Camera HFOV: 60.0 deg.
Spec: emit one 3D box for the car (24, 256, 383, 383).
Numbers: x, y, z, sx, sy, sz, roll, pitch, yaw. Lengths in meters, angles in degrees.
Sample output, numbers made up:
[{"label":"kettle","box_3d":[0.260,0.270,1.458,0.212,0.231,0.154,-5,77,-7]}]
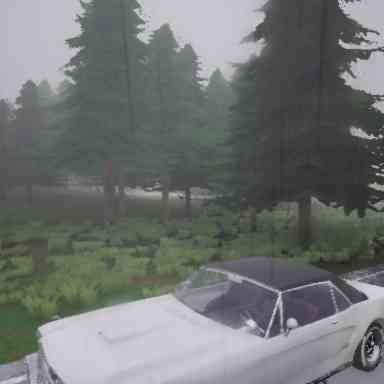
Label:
[{"label":"car","box_3d":[0.625,1.595,4.069,4.718,1.301,1.895,0,0,-35]}]
